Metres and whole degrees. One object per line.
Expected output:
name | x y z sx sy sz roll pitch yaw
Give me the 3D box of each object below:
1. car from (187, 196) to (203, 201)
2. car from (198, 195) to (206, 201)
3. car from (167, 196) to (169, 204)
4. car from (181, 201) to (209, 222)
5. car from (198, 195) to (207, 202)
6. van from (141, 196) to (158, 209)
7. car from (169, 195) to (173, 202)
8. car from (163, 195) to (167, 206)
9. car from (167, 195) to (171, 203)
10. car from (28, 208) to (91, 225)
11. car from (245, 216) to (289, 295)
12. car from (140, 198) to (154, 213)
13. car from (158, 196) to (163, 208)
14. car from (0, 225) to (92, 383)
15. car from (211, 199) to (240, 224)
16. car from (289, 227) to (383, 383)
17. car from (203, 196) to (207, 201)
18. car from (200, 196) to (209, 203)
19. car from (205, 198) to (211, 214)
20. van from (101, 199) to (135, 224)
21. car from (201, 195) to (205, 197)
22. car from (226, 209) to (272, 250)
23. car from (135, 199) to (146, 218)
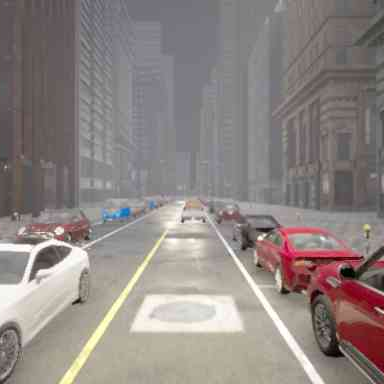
car | 0.100 1.640 45.769 1.882 1.535 5.008 0 0 0
car | 2.761 1.673 93.237 2.192 1.841 5.009 0 0 0
car | -5.763 1.780 59.415 1.947 1.339 4.313 0 0 0
car | 0.101 1.693 26.991 1.895 1.301 4.718 0 0 0
car | 2.761 1.647 87.601 2.192 1.841 5.009 0 0 0
van | -5.764 1.490 42.505 1.690 1.788 3.998 0 0 0
car | -5.763 1.809 70.687 2.008 1.369 4.403 0 0 0
car | -5.764 1.507 53.779 2.192 1.841 5.009 0 0 0
car | -5.763 1.802 65.051 1.947 1.339 4.313 0 0 0
car | -5.765 1.489 14.322 1.967 1.590 4.097 0 0 0
car | 2.761 1.575 8.694 1.887 1.381 4.507 0 0 0
car | -5.764 1.678 36.868 2.008 1.369 4.403 0 0 0
car | -5.764 1.611 48.141 1.967 1.590 4.097 0 0 0
car | -3.078 1.544 5.481 1.812 1.442 4.674 0 0 0
car | 2.761 1.528 25.602 1.967 1.590 4.097 0 0 0
car | 2.760 1.326 3.058 2.192 1.841 5.009 0 0 0
car | 2.762 1.775 53.783 1.802 1.307 4.206 0 0 0
car | 2.762 1.723 76.329 1.967 1.590 4.097 0 0 0
car | 2.761 1.694 36.874 1.947 1.339 4.313 0 0 0
van | -5.765 1.428 25.596 1.690 1.788 3.998 0 0 0
car | 2.762 1.819 65.056 1.802 1.307 4.206 0 0 0
car | 2.761 1.615 14.330 1.947 1.339 4.313 0 0 0
car | -5.764 1.632 31.062 1.752 1.417 4.829 0 0 0
